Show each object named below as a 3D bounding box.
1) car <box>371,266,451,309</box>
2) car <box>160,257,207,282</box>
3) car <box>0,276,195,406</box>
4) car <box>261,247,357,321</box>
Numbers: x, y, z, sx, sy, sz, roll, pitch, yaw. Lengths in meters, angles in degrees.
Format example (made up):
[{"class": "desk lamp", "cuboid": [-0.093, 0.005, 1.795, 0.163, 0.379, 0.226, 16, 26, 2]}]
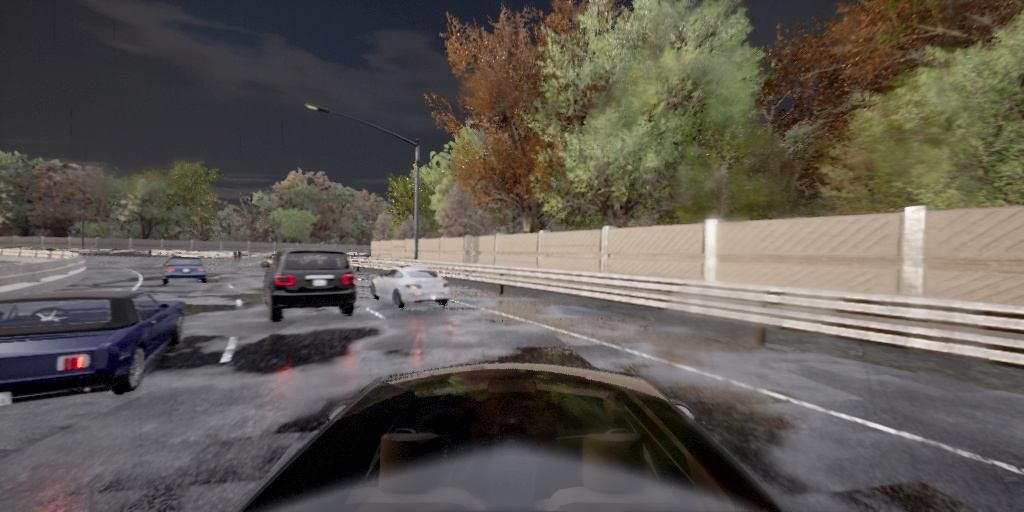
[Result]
[{"class": "car", "cuboid": [-3.976, 1.099, 13.821, 1.812, 1.442, 4.674, 1, 1, -36]}, {"class": "car", "cuboid": [-19.031, 0.763, 20.834, 2.033, 1.411, 5.357, 1, 1, -44]}, {"class": "car", "cuboid": [-6.682, 1.186, 5.587, 1.895, 1.301, 4.718, 1, 1, -34]}, {"class": "car", "cuboid": [-6.701, 0.757, 11.712, 2.150, 2.045, 5.566, 1, 0, -36]}]
